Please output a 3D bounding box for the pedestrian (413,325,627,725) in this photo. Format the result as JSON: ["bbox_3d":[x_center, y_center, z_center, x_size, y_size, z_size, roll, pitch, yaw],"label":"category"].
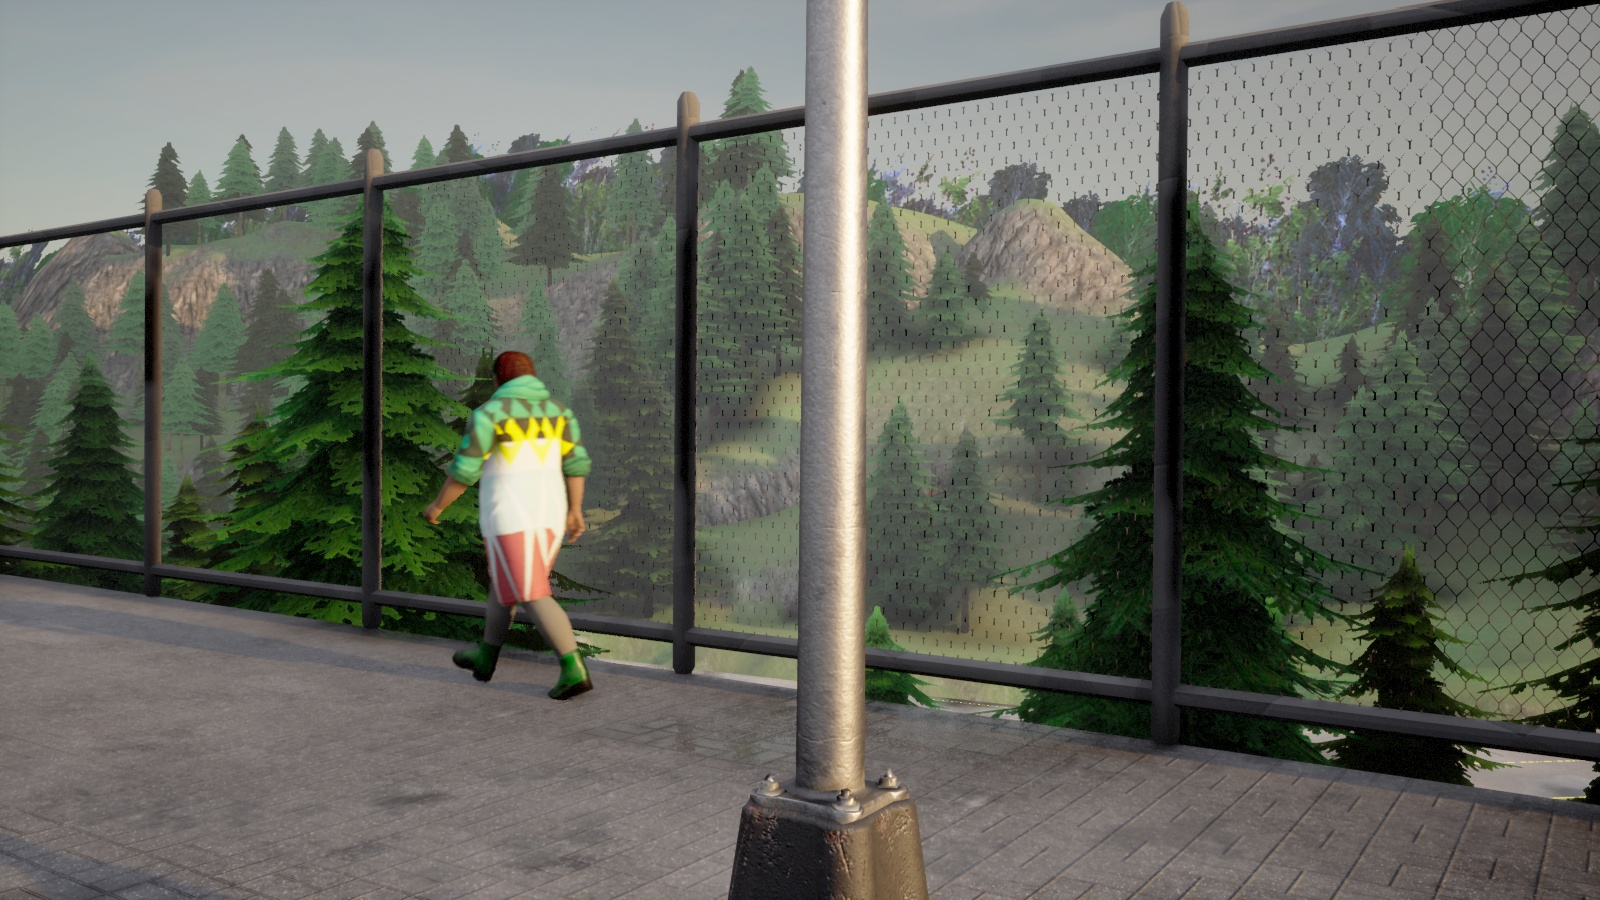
[{"bbox_3d":[-1.478,0.364,6.646,0.873,1.952,0.659,0,1,34],"label":"pedestrian"}]
